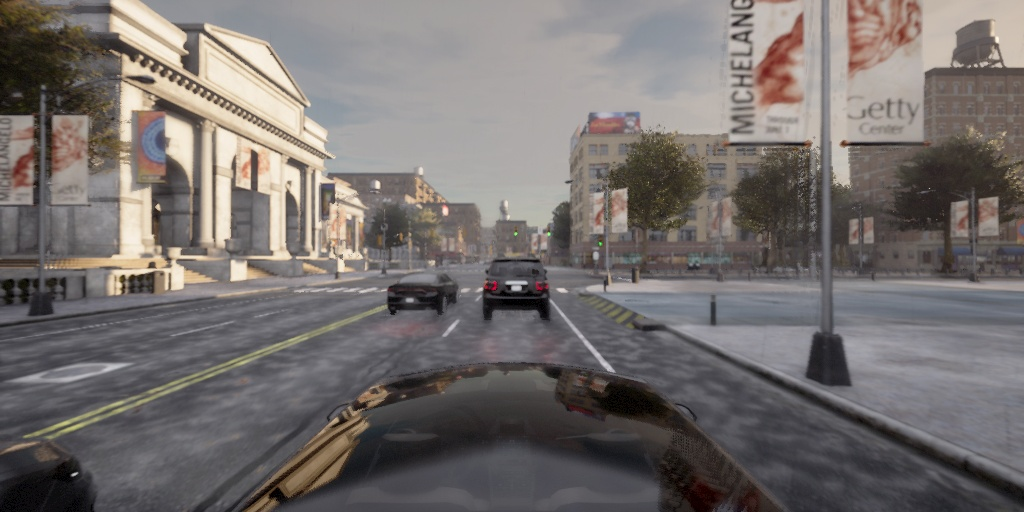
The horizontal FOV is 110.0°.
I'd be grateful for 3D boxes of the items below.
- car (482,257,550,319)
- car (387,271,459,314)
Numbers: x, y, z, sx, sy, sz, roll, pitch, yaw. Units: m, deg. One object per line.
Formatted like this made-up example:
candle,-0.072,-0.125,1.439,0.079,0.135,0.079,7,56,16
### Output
car,0.151,1.054,13.261,2.150,2.045,5.566,0,0,0
car,-3.332,1.315,14.221,1.882,1.535,5.008,0,0,0
